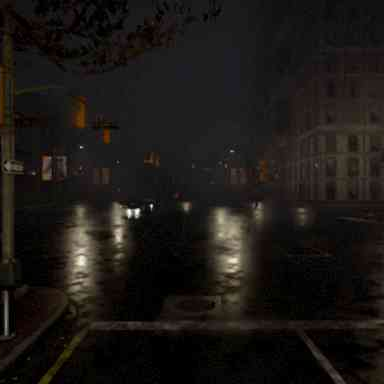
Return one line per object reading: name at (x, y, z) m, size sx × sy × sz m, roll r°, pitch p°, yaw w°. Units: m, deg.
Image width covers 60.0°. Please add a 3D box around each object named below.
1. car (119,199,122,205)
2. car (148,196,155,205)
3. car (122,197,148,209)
car at (-11.522, 1.579, 58.974) m, size 2.033 × 1.411 × 5.357 m, roll 0°, pitch 0°, yaw 1°
car at (-7.994, 1.559, 61.761) m, size 1.812 × 1.442 × 4.674 m, roll 0°, pitch 0°, yaw 0°
car at (-7.995, 1.515, 47.079) m, size 2.128 × 1.511 × 4.902 m, roll 0°, pitch 0°, yaw 0°
